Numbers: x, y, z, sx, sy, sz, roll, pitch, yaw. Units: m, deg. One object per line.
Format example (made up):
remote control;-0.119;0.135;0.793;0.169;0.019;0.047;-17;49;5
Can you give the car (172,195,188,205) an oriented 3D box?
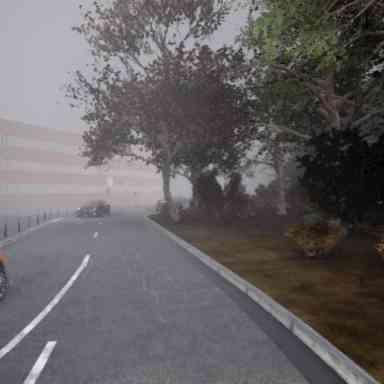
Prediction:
car;-3.595;1.558;59.386;5.566;2.045;2.435;0;0;25

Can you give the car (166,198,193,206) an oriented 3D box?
car;-2.382;1.850;61.937;4.674;1.452;2.002;0;0;25

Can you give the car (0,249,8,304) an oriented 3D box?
car;-4.784;1.393;5.010;2.097;1.767;4.553;-1;0;-4

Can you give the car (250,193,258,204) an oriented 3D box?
car;9.091;1.474;56.857;5.566;2.045;2.435;0;0;25

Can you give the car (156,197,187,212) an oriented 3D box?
car;-2.846;1.755;42.490;1.837;1.490;4.892;0;-1;25

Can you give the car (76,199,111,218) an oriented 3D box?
car;-9.501;1.577;32.351;2.097;1.767;4.553;0;0;5
